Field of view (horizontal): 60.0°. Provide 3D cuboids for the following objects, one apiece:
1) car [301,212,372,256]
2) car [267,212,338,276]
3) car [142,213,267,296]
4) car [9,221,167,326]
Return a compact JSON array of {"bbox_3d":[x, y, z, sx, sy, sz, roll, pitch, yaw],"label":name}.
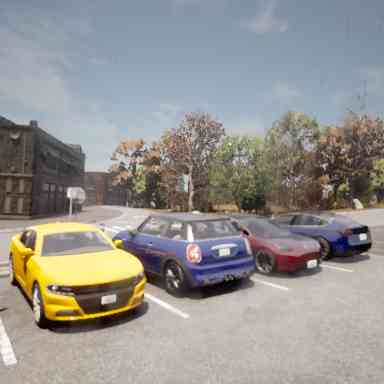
[{"bbox_3d":[3.995,1.453,12.303,2.163,1.488,4.792,-1,0,-35],"label":"car"},{"bbox_3d":[1.759,1.473,10.644,2.163,1.488,4.792,-1,0,-35],"label":"car"},{"bbox_3d":[-0.513,1.338,9.029,2.185,1.767,4.553,0,0,-35],"label":"car"},{"bbox_3d":[-2.800,1.477,7.451,2.097,1.535,5.008,0,0,-35],"label":"car"}]
